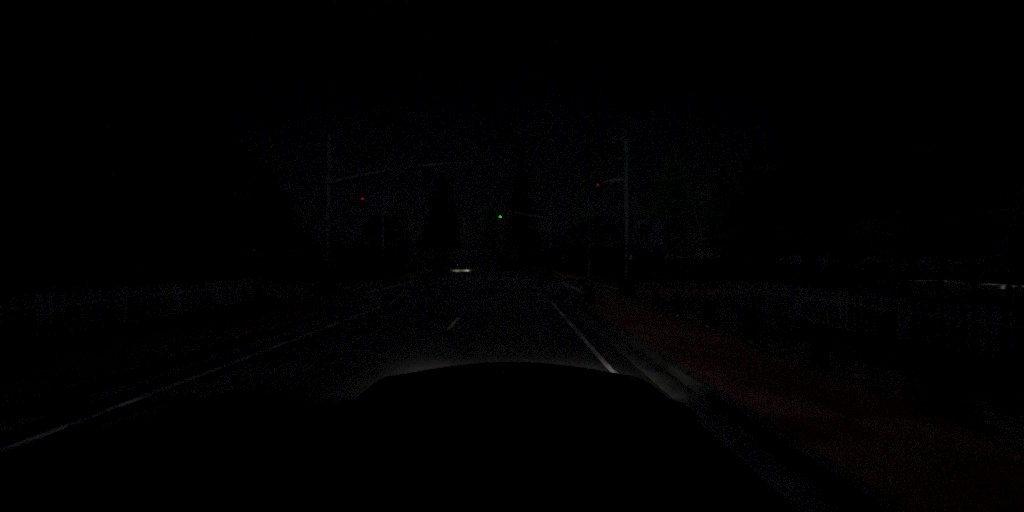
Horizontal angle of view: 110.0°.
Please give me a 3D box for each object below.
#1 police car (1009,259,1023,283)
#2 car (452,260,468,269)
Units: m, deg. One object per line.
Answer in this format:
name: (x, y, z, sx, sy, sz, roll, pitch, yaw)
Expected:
police car: (39.204, 1.226, 25.895, 5.238, 1.638, 1.930, 0, 0, 2)
car: (-8.478, 1.344, 58.281, 1.882, 1.535, 5.008, 0, 0, -20)
